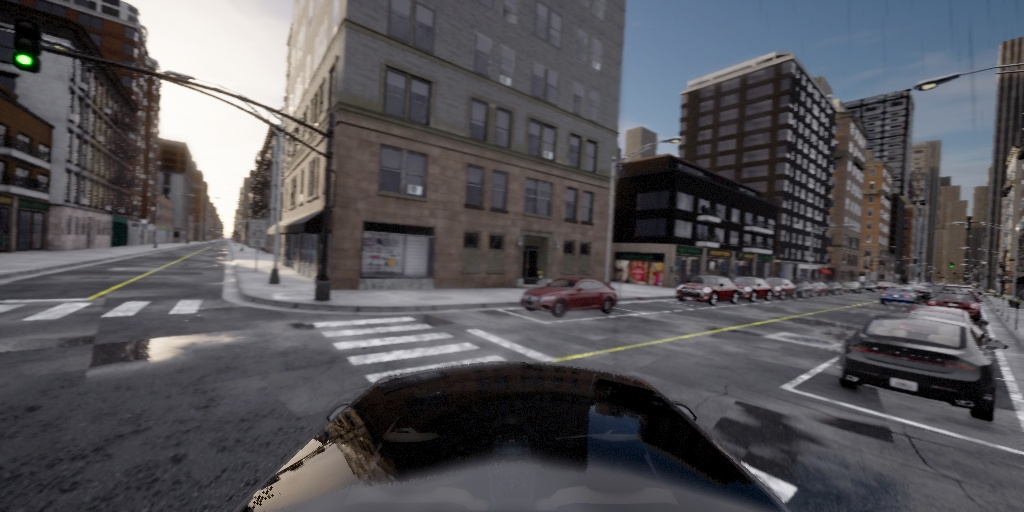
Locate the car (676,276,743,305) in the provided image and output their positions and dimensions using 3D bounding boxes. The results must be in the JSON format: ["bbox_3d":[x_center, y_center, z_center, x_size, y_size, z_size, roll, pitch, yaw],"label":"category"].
[{"bbox_3d":[10.912,1.821,20.121,4.097,1.591,1.967,0,0,-38],"label":"car"}]

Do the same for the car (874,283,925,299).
[{"bbox_3d":[30.325,3.139,27.974,5.357,1.411,2.033,4,0,-37],"label":"car"}]

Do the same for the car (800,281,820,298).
[{"bbox_3d":[23.979,2.747,30.313,4.313,1.339,1.948,0,0,-38],"label":"car"}]

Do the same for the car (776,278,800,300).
[{"bbox_3d":[19.623,2.354,26.916,4.097,1.591,1.967,0,0,-38],"label":"car"}]

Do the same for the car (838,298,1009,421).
[{"bbox_3d":[7.446,1.755,6.616,4.403,1.370,2.007,0,0,-38],"label":"car"}]

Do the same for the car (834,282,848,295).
[{"bbox_3d":[32.691,3.282,37.108,4.313,1.339,1.948,0,0,-38],"label":"car"}]

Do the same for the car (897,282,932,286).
[{"bbox_3d":[39.394,3.626,35.076,5.008,1.535,1.882,3,0,-37],"label":"car"}]

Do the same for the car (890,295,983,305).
[{"bbox_3d":[11.801,2.052,10.012,4.207,1.307,1.802,0,0,-38],"label":"car"}]

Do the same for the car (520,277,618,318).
[{"bbox_3d":[2.200,1.432,13.327,4.207,1.307,1.802,0,0,-38],"label":"car"}]

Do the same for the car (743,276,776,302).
[{"bbox_3d":[15.268,2.088,23.519,4.097,1.591,1.967,0,0,-38],"label":"car"}]

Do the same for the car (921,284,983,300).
[{"bbox_3d":[24.865,2.708,20.202,4.097,1.591,1.967,0,0,-38],"label":"car"}]

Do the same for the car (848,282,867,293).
[{"bbox_3d":[41.403,3.802,43.903,4.403,1.370,2.007,0,0,-38],"label":"car"}]

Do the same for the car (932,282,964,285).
[{"bbox_3d":[33.575,3.117,26.995,5.009,1.841,2.192,0,0,-38],"label":"car"}]

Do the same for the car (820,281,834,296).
[{"bbox_3d":[28.335,3.031,33.711,4.207,1.307,1.802,0,0,-38],"label":"car"}]
